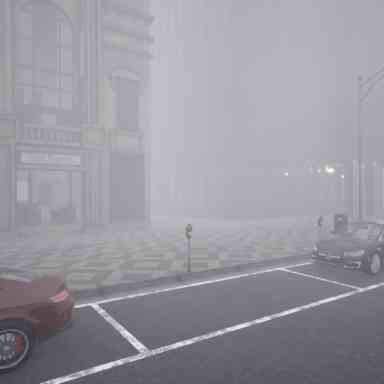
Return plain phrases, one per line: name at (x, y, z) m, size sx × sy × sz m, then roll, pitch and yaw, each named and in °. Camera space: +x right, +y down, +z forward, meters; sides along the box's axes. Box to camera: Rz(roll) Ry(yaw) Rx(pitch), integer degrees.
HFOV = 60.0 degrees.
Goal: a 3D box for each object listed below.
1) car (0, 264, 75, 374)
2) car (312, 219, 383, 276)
car at (-3.672, 1.582, 4.101) m, size 4.206 × 1.307 × 1.802 m, roll 0°, pitch 0°, yaw -34°
car at (5.522, 1.550, 10.230) m, size 4.403 × 1.369 × 2.008 m, roll 0°, pitch 0°, yaw -34°
